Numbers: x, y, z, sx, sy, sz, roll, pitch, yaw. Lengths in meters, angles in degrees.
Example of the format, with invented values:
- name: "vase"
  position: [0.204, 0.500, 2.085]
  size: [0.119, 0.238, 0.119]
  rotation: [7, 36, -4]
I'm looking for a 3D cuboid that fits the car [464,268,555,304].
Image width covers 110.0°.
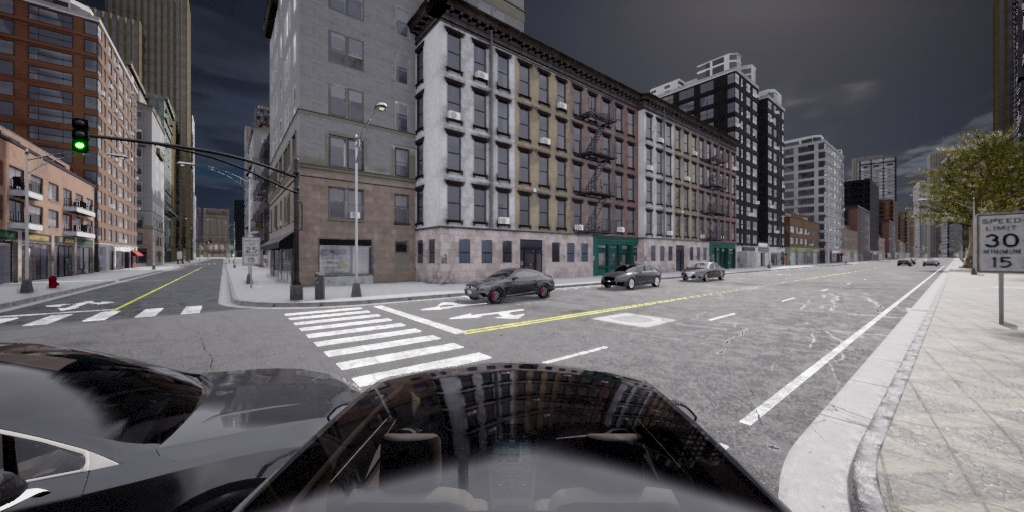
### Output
- name: "car"
  position: [0.000, 1.287, 16.775]
  size: [4.674, 1.442, 1.812]
  rotation: [0, 0, -39]

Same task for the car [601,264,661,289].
- name: "car"
  position: [7.706, 1.259, 22.982]
  size: [4.892, 1.490, 1.837]
  rotation: [0, 0, -39]

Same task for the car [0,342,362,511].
- name: "car"
  position: [-3.218, 1.257, 1.811]
  size: [4.892, 1.490, 1.837]
  rotation: [0, 0, -34]

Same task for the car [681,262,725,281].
- name: "car"
  position: [15.731, 1.237, 29.434]
  size: [4.902, 1.511, 2.128]
  rotation: [0, 0, -39]
